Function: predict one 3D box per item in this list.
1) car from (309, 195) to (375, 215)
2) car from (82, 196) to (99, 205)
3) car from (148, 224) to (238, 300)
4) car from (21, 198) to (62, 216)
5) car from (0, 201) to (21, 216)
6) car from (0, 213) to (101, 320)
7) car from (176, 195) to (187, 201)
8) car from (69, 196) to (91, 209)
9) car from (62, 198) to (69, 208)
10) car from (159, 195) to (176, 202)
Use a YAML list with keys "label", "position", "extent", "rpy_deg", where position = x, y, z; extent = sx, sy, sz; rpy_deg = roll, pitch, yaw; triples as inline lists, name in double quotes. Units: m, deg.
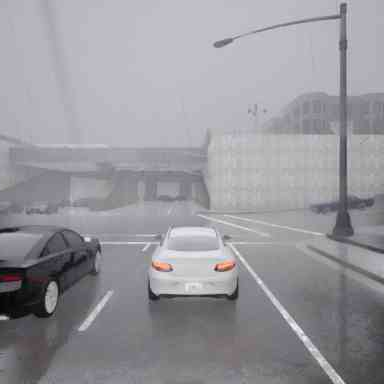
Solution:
- label: "car"
  position: [12.053, 1.012, 27.097]
  extent: [4.718, 1.301, 1.895]
  rpy_deg: [-6, 0, -1]
- label: "car"
  position: [-19.260, 1.501, 63.224]
  extent: [1.837, 1.490, 4.892]
  rpy_deg: [0, 1, -1]
- label: "car"
  position: [0.018, 1.526, 8.239]
  extent: [1.812, 1.442, 4.674]
  rpy_deg: [0, 0, 0]
- label: "car"
  position: [-14.493, 1.565, 32.237]
  extent: [1.994, 1.385, 4.181]
  rpy_deg: [0, 0, -6]
- label: "car"
  position: [-18.013, 1.547, 32.197]
  extent: [2.033, 1.411, 5.357]
  rpy_deg: [0, 0, -6]
- label: "car"
  position: [-3.475, 1.478, 7.440]
  extent: [1.882, 1.535, 5.008]
  rpy_deg: [0, 0, 0]
- label: "car"
  position: [-2.860, 1.552, 83.848]
  extent: [1.994, 1.385, 4.181]
  rpy_deg: [0, 0, 27]
- label: "car"
  position: [-15.276, 1.525, 46.710]
  extent: [1.812, 1.442, 4.674]
  rpy_deg: [0, 0, -2]
- label: "car"
  position: [-18.801, 1.547, 47.382]
  extent: [2.033, 1.411, 5.357]
  rpy_deg: [0, 0, -2]
- label: "car"
  position: [-5.344, 1.552, 74.324]
  extent: [1.994, 1.385, 4.181]
  rpy_deg: [0, 0, 5]
